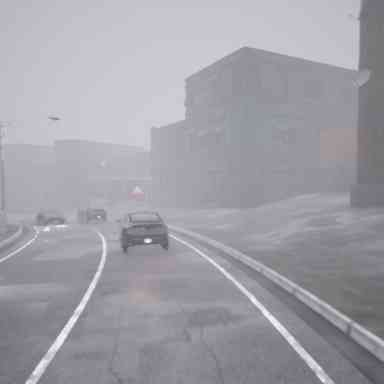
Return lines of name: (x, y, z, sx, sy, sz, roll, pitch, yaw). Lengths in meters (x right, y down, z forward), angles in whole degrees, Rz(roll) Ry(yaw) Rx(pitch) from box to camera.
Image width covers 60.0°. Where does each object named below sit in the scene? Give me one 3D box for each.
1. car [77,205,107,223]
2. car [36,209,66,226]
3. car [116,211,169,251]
car: (-9.523, 2.030, 31.481, 1.837, 1.490, 4.892, -2, -1, -32)
car: (-12.799, 2.209, 30.012, 2.033, 1.411, 5.357, -2, -1, -32)
car: (-2.240, 1.603, 14.730, 1.837, 1.490, 4.892, -1, -1, -14)
